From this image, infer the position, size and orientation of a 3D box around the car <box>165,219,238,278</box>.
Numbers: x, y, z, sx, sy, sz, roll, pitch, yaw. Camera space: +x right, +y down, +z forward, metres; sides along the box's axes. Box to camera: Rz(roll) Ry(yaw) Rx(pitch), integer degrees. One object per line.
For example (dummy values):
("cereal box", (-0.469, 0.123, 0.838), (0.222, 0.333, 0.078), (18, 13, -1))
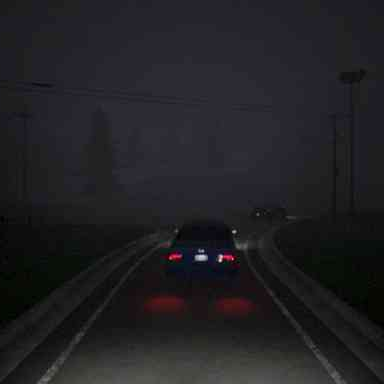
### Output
("car", (0.385, 1.532, 10.050), (2.033, 1.411, 5.357), (0, 0, 4))

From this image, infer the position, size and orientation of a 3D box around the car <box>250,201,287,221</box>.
("car", (6.187, 1.484, 26.760), (1.812, 1.442, 4.674), (0, 0, 33))
